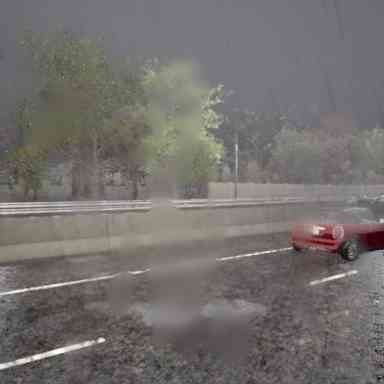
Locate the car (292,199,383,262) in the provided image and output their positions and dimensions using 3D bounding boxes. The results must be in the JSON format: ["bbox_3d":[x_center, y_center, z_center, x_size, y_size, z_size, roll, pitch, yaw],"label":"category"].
[{"bbox_3d":[5.795,1.318,12.214,4.553,1.767,2.097,0,0,-35],"label":"car"}]

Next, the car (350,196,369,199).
[{"bbox_3d":[26.345,1.371,52.791,4.902,1.511,2.128,0,0,-35],"label":"car"}]

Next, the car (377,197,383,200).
[{"bbox_3d":[29.456,1.441,50.709,4.181,1.385,1.994,0,0,-35],"label":"car"}]
